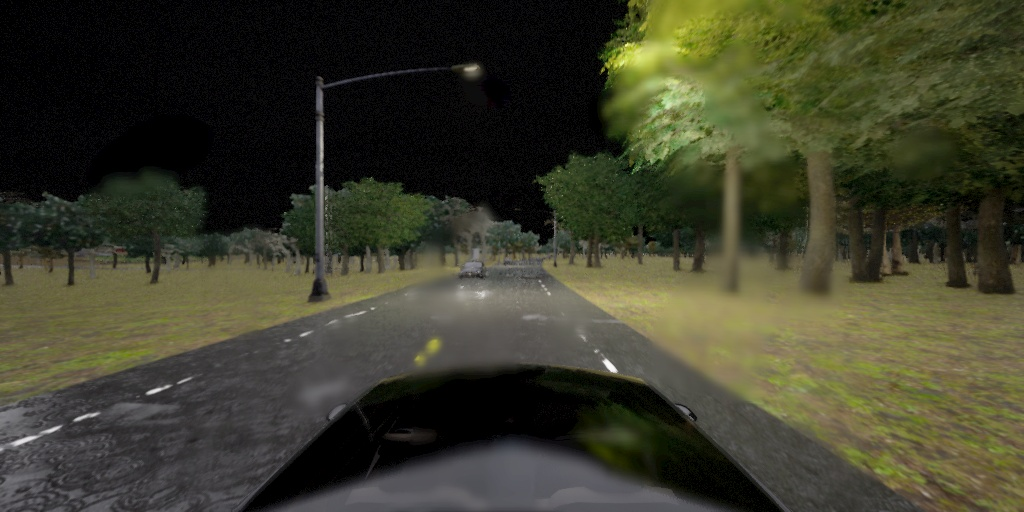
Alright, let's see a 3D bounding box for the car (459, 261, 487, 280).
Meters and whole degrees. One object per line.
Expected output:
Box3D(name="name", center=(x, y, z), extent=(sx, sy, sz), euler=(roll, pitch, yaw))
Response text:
Box3D(name="car", center=(-3.132, 1.166, 29.772), extent=(1.837, 1.490, 4.892), euler=(0, 0, 2))
